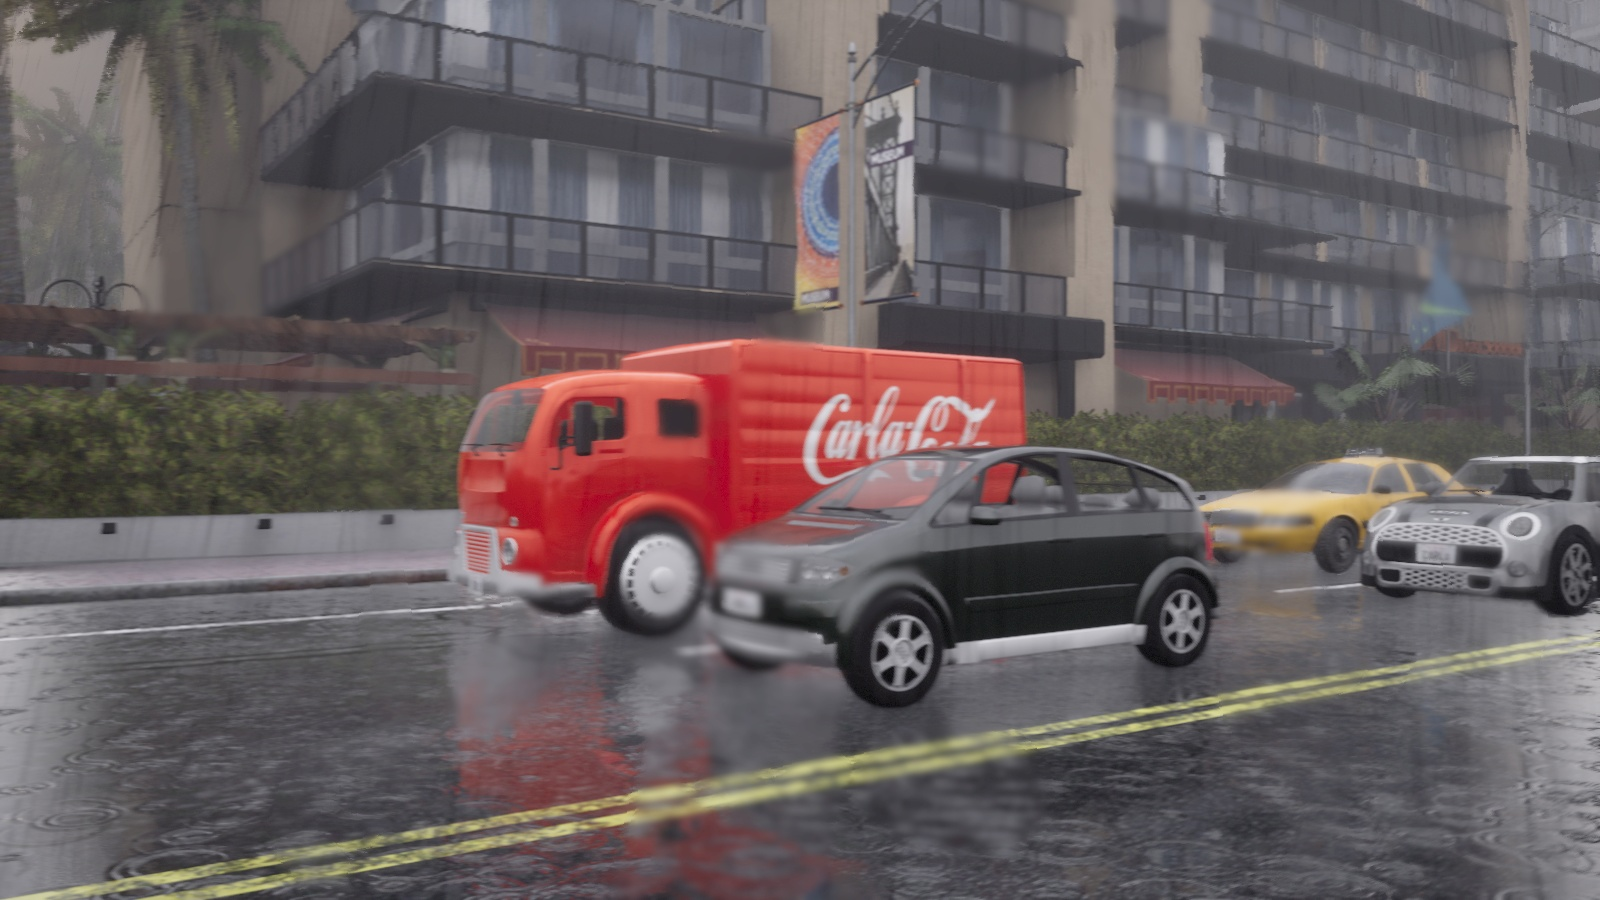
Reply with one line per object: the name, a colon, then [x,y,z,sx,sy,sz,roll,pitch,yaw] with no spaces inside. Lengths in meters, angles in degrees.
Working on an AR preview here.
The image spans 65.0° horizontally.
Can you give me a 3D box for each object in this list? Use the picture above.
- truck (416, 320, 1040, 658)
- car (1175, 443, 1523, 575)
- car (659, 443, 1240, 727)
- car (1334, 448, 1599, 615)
truck: [-0.576,0.287,11.718,5.204,2.467,2.627,0,0,-34]
car: [7.673,0.709,17.321,5.366,1.575,1.801,0,0,-34]
car: [1.101,0.742,8.633,3.705,1.549,1.789,0,0,-35]
car: [7.563,0.726,13.015,3.806,1.475,1.970,0,0,-34]
